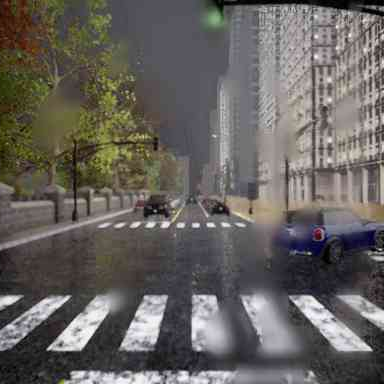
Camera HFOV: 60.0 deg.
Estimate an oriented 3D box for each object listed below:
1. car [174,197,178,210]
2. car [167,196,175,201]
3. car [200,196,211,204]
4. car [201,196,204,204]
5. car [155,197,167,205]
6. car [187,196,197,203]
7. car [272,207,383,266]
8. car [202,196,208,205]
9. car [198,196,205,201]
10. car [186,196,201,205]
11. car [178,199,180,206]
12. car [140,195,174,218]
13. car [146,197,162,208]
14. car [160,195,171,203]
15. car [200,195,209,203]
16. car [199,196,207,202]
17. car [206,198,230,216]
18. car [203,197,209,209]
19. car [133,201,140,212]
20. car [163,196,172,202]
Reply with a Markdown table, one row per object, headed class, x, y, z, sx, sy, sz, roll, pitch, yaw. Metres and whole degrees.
| class | x | y | z | sx | sy | sz | roll | pitch | yaw |
| --- | --- | --- | --- | --- | --- | --- | --- | --- | --- |
| car | -3.085 | 1.582 | 42.216 | 1.812 | 1.442 | 4.674 | 0 | 0 | 0 |
| car | -5.693 | 1.706 | 89.262 | 1.887 | 1.381 | 4.507 | 0 | 0 | 0 |
| car | 2.689 | 1.546 | 66.734 | 1.967 | 1.590 | 4.097 | 0 | 0 | 0 |
| car | 2.689 | 1.638 | 61.102 | 1.887 | 1.381 | 4.507 | 0 | 0 | 0 |
| car | -5.691 | 1.618 | 60.932 | 1.752 | 1.417 | 4.829 | 0 | 0 | 0 |
| car | -0.003 | 1.541 | 70.225 | 1.994 | 1.385 | 4.181 | 0 | 0 | 0 |
| car | 4.910 | 1.309 | 11.678 | 4.553 | 1.767 | 2.097 | -1 | 0 | -37 |
| car | 2.689 | 1.626 | 44.204 | 1.947 | 1.339 | 4.313 | 0 | 0 | 0 |
| car | 2.687 | 1.759 | 94.895 | 1.802 | 1.307 | 4.206 | 0 | 0 | 0 |
| car | -0.004 | 1.443 | 60.126 | 2.097 | 1.767 | 4.553 | 0 | 0 | 0 |
| car | -3.054 | 1.610 | 56.803 | 1.812 | 1.442 | 4.674 | 0 | 0 | 1 |
| car | -3.098 | 1.260 | 30.737 | 2.150 | 2.045 | 5.566 | 0 | 0 | 0 |
| car | -5.691 | 1.510 | 49.837 | 1.967 | 1.590 | 4.097 | 0 | 0 | 0 |
| car | -5.692 | 1.559 | 72.365 | 1.967 | 1.590 | 4.097 | 0 | 0 | 0 |
| car | 2.689 | 1.559 | 72.366 | 1.967 | 1.590 | 4.097 | 0 | 0 | 0 |
| car | 2.687 | 1.698 | 83.630 | 2.008 | 1.369 | 4.403 | 0 | 0 | 0 |
| car | 2.689 | 1.608 | 32.939 | 1.947 | 1.339 | 4.313 | 0 | 0 | 0 |
| car | 2.689 | 1.617 | 38.572 | 1.947 | 1.339 | 4.313 | 0 | 0 | 0 |
| car | -5.691 | 1.632 | 38.571 | 1.802 | 1.307 | 4.206 | 0 | 0 | 0 |
| car | -5.693 | 1.677 | 77.997 | 1.887 | 1.381 | 4.507 | 0 | 0 | 0 |
